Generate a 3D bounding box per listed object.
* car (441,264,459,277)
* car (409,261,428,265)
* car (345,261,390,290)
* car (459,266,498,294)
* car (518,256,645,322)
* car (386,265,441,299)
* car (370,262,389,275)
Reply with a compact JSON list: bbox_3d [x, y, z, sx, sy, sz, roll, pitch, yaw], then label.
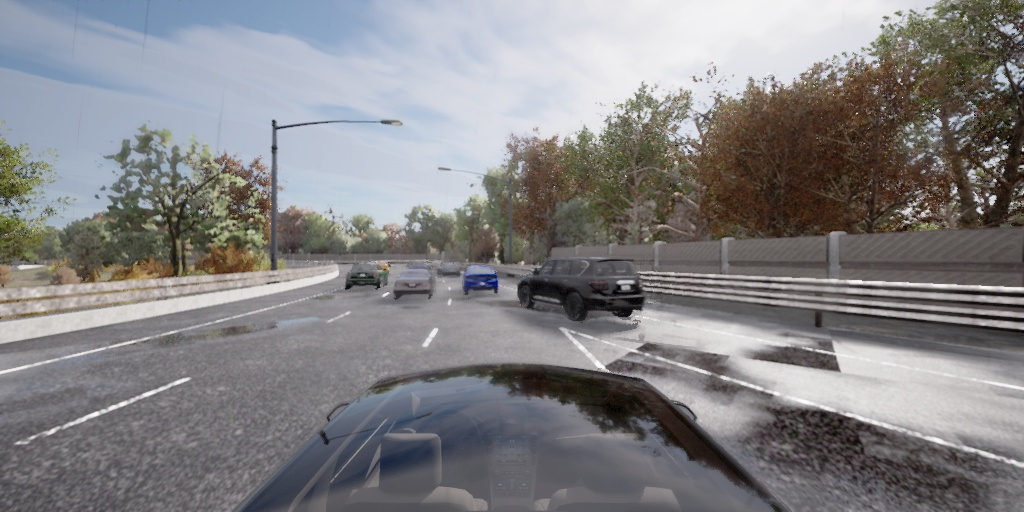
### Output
[{"bbox_3d":[-7.133,1.550,39.941,1.994,1.385,4.181,0,0,-21],"label":"car"},{"bbox_3d":[-10.215,1.329,38.303,2.097,1.767,4.553,0,0,-20],"label":"car"},{"bbox_3d":[-9.725,1.244,24.348,2.097,1.767,4.553,0,0,-12],"label":"car"},{"bbox_3d":[-2.007,1.350,21.590,1.882,1.535,5.008,0,0,-10],"label":"car"},{"bbox_3d":[2.207,1.040,12.958,2.150,2.045,5.566,0,0,-25],"label":"car"},{"bbox_3d":[-5.059,1.405,19.088,2.033,1.411,5.357,0,0,-10],"label":"car"},{"bbox_3d":[-16.467,1.494,44.500,1.882,1.535,5.008,0,0,-23],"label":"car"}]
